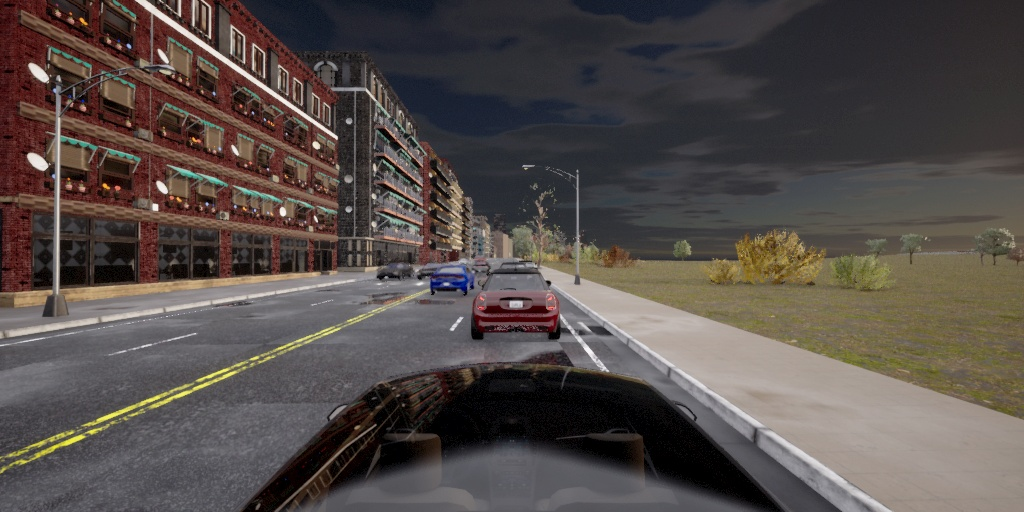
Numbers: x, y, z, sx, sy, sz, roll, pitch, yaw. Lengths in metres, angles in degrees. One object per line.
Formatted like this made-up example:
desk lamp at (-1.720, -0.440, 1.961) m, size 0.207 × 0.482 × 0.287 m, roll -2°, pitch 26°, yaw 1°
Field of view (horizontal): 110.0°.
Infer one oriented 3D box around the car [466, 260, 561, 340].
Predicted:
car at (0.084, 1.103, 10.169) m, size 2.097 × 1.767 × 4.553 m, roll 0°, pitch 0°, yaw 0°

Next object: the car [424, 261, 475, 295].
car at (-3.169, 1.231, 19.818) m, size 1.882 × 1.535 × 5.008 m, roll 0°, pitch 0°, yaw 0°

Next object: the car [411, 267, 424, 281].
car at (-6.629, 1.301, 30.527) m, size 2.033 × 1.411 × 5.357 m, roll 0°, pitch 0°, yaw 0°

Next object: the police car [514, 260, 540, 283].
police car at (1.110, 1.179, 29.437) m, size 1.930 × 1.638 × 5.238 m, roll 0°, pitch 0°, yaw 0°

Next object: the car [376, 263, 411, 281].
car at (-9.876, 1.301, 30.822) m, size 2.033 × 1.411 × 5.357 m, roll 0°, pitch 0°, yaw 0°

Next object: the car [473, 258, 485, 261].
car at (-3.184, 1.247, 37.785) m, size 2.128 × 1.511 × 4.902 m, roll 0°, pitch 0°, yaw 0°
